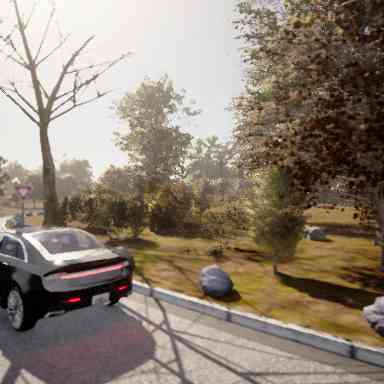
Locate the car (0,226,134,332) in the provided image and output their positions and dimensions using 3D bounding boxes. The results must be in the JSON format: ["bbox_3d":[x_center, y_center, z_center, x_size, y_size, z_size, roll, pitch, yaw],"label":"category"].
[{"bbox_3d":[-3.221,1.468,6.888,4.902,1.511,2.128,0,0,43],"label":"car"}]
